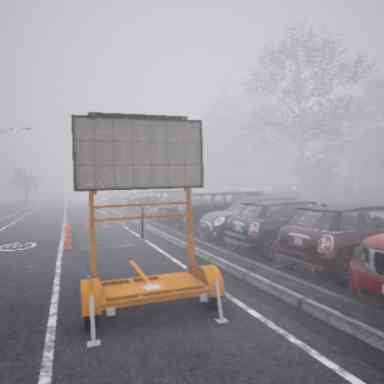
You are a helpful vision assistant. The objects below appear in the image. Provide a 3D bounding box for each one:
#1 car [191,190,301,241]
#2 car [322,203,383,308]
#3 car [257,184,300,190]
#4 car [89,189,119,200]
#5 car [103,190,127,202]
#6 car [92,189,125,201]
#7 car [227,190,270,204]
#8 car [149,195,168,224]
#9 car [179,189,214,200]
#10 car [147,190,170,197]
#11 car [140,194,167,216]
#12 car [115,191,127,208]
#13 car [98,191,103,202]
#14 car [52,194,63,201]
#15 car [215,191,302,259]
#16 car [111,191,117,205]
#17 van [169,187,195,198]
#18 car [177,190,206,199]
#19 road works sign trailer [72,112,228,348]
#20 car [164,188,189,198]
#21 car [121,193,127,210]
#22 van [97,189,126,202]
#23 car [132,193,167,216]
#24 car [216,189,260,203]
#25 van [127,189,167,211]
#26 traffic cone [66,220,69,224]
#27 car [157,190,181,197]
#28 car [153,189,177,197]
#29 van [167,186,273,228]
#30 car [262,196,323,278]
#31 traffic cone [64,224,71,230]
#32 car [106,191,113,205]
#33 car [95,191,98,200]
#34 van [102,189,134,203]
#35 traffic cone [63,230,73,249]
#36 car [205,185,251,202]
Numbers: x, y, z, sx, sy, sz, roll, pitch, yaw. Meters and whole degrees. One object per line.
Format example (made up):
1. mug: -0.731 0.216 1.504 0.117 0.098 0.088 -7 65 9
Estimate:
1. car: 2.463 0.997 13.499 4.553 1.767 2.185 -2 1 -21
2. car: 5.356 0.951 5.601 5.566 2.045 2.435 -2 1 -21
3. car: 8.614 0.282 34.152 5.566 2.045 2.435 -2 1 -21
4. car: -18.183 0.457 68.623 5.566 2.045 2.435 -2 1 -20
5. car: -8.388 0.854 42.355 4.892 1.521 2.231 -2 1 -20
6. car: -15.245 0.485 60.743 5.566 2.045 2.435 -2 1 -20
7. car: 6.691 0.523 39.381 4.674 1.452 2.002 -2 1 -21
8. car: 0.465 1.071 18.738 5.008 1.535 2.097 -2 1 -21
9. car: 0.698 0.373 54.848 5.366 1.575 1.946 -2 1 -20
10. car: -7.897 0.277 78.390 5.008 1.535 2.097 -2 1 -20
11. car: -0.541 1.075 21.355 4.792 1.488 2.163 -2 1 -21
12. car: -4.277 0.931 31.929 5.366 1.575 1.946 -2 1 -21
13. car: -9.349 0.584 44.991 5.566 2.045 2.435 -2 1 -21
14. car: -26.174 1.126 64.702 1.895 1.301 4.718 -2 1 -20
15. car: 3.389 1.025 10.852 4.553 1.767 2.185 -2 1 -21
16. car: -5.438 0.916 34.484 5.008 1.535 2.097 -2 1 -21
17. van: -1.955 0.089 62.777 4.442 1.987 1.878 -2 1 -20
18. car: -0.106 0.393 57.521 4.674 1.452 2.002 -2 1 -20
19. road works sign trailer: -0.970 0.351 6.337 2.380 3.560 2.880 -2 1 -20
20. car: -3.063 0.181 65.332 4.553 1.767 2.185 -2 1 -20
21. car: -3.438 0.995 29.250 4.792 1.488 2.163 -2 1 -21
22. van: -13.417 0.546 55.442 4.442 1.987 1.878 -2 1 -20
23. car: -1.525 1.049 23.980 4.792 1.488 2.163 -2 1 -21
24. car: 5.753 0.462 41.871 5.008 1.535 2.097 -2 1 -21
25. van: -2.598 0.771 26.569 4.442 1.987 1.878 -2 1 -21
26. traffic cone: -6.063 1.785 16.204 0.340 0.580 0.340 -2 1 -20
27. car: -4.973 0.324 70.563 4.674 1.452 2.002 -2 1 -20
28. car: -5.945 0.277 73.175 5.008 1.535 2.097 -2 1 -20
29. van: 1.338 0.875 16.070 4.442 1.987 1.878 -2 1 -21
30. car: 4.373 1.051 8.228 4.553 1.767 2.185 -2 1 -21
31. traffic cone: -5.363 1.803 14.330 0.340 0.580 0.340 -2 1 -20
32. car: -7.428 0.903 39.727 4.792 1.488 2.163 -2 1 -21
33. car: -12.324 0.786 52.858 4.892 1.521 2.231 -2 1 -20
34. van: -11.234 0.572 50.273 4.442 1.987 1.878 -2 1 -21
35. traffic cone: -4.664 1.822 12.456 0.340 0.580 0.340 -2 1 -20
36. car: 4.747 0.190 44.468 5.566 2.045 2.435 -2 1 -21
